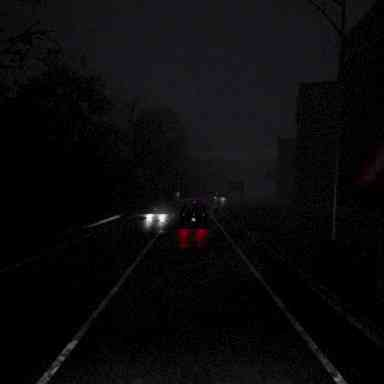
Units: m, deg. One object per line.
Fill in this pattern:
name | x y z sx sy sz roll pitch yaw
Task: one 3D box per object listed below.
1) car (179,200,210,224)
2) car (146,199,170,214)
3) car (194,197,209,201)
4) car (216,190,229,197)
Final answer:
car | 0.109 1.503 23.862 1.895 1.301 4.718 0 0 0
car | -3.299 1.417 32.937 1.994 1.385 4.181 0 0 3
car | 1.144 1.316 41.707 1.812 1.442 4.674 1 1 7
car | 6.767 0.354 72.832 1.837 1.490 4.892 3 3 24
